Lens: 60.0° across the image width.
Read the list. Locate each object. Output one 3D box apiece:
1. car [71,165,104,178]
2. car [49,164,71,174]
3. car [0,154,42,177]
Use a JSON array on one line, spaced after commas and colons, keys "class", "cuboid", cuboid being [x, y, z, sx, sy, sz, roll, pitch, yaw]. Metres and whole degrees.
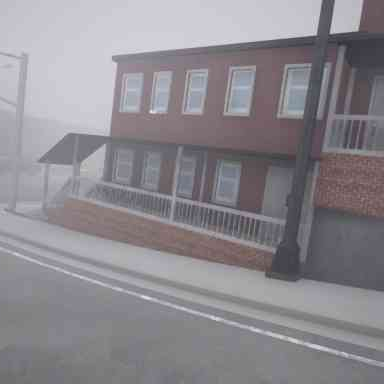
[{"class": "car", "cuboid": [-12.079, -2.495, 41.709, 1.882, 1.535, 5.008, 11, 7, 35]}, {"class": "car", "cuboid": [-15.850, -3.031, 42.394, 1.837, 1.490, 4.892, 11, 7, 35]}, {"class": "car", "cuboid": [-18.019, -2.753, 33.393, 2.150, 2.045, 5.566, 11, 7, 36]}]
